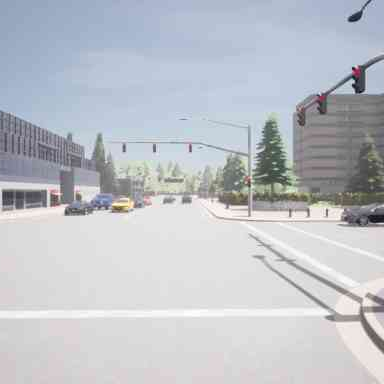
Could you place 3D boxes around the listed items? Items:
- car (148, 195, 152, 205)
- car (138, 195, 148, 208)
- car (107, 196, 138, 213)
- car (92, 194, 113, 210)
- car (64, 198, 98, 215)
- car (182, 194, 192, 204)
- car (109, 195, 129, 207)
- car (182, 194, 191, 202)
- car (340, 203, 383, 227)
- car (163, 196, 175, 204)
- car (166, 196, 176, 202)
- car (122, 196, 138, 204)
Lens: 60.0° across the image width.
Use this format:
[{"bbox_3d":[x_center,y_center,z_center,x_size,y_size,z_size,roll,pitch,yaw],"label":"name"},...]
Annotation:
[{"bbox_3d":[-8.065,1.352,57.155,2.097,1.767,4.553,0,0,-1],"label":"car"},{"bbox_3d":[-7.941,1.352,47.040,2.097,1.767,4.553,0,0,-1],"label":"car"},{"bbox_3d":[-7.816,1.478,37.804,1.882,1.535,5.008,0,0,-1],"label":"car"},{"bbox_3d":[-11.386,1.221,42.764,2.150,2.045,5.566,0,0,-1],"label":"car"},{"bbox_3d":[-11.251,1.564,33.411,1.994,1.385,4.181,0,0,-1],"label":"car"},{"bbox_3d":[-0.993,1.505,64.899,1.837,1.490,4.892,0,0,-1],"label":"car"},{"bbox_3d":[-11.512,1.352,52.664,2.097,1.767,4.553,0,0,-1],"label":"car"},{"bbox_3d":[-1.232,1.355,74.964,2.097,1.767,4.553,0,0,-1],"label":"car"},{"bbox_3d":[12.497,1.492,22.183,4.902,1.511,2.128,0,0,-1],"label":"car"},{"bbox_3d":[-4.590,1.547,64.574,2.033,1.411,5.357,0,0,-1],"label":"car"},{"bbox_3d":[-4.738,1.509,75.209,1.895,1.301,4.718,0,0,-1],"label":"car"},{"bbox_3d":[-11.611,1.491,62.922,2.128,1.511,4.902,0,0,0],"label":"car"}]
